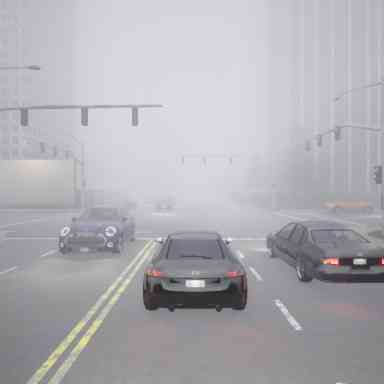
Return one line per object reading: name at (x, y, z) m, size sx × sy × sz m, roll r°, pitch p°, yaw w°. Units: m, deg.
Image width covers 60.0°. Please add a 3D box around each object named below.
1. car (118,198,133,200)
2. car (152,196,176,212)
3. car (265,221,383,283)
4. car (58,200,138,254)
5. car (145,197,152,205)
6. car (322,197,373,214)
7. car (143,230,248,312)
car at (-7.799, 1.482, 38.502) m, size 2.128 × 1.511 × 4.902 m, roll 0°, pitch 0°, yaw 11°
car at (-3.280, 1.485, 38.673) m, size 2.128 × 1.511 × 4.902 m, roll 0°, pitch 0°, yaw -5°
car at (3.582, 1.547, 9.679) m, size 2.033 × 1.411 × 5.357 m, roll 0°, pitch 0°, yaw -1°
car at (-3.602, 1.354, 13.406) m, size 2.097 × 1.767 × 4.553 m, roll 0°, pitch 0°, yaw 0°
car at (-7.082, 1.547, 58.268) m, size 2.033 × 1.411 × 5.357 m, roll 0°, pitch 0°, yaw 0°
car at (15.493, 1.297, 33.285) m, size 4.553 × 1.767 × 2.097 m, roll 0°, pitch 0°, yaw 0°
car at (0.061, 1.564, 7.796) m, size 1.994 × 1.385 × 4.181 m, roll 0°, pitch 0°, yaw 0°
